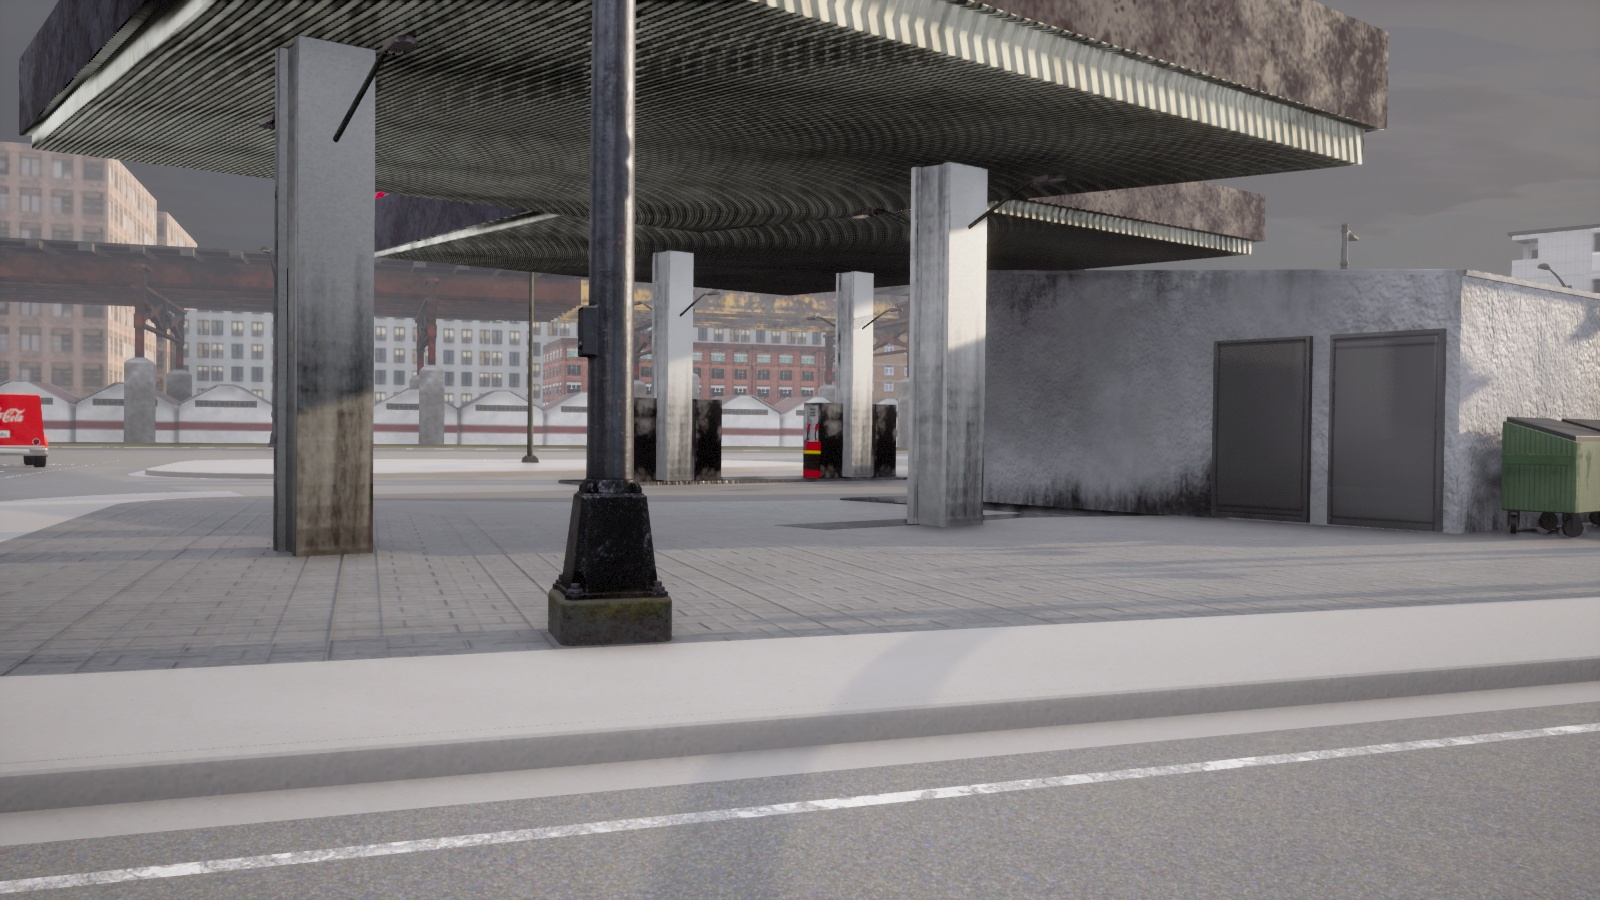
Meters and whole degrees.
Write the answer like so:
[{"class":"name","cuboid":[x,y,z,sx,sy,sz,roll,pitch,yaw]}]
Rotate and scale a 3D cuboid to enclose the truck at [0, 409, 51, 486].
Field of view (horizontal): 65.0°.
[{"class":"truck","cuboid":[-27.017,-0.087,42.456,2.627,2.467,5.204,-1,1,-34]}]
